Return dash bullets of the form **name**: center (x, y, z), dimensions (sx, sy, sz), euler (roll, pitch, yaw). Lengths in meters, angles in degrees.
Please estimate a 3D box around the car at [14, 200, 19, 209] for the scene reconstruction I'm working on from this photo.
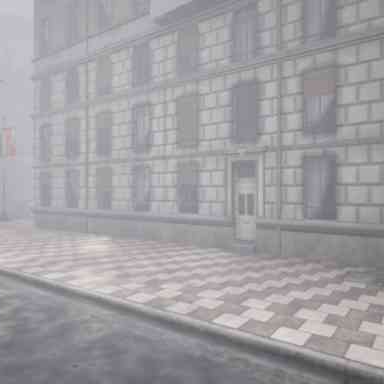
- **car**: center (-19.280, 1.215, 41.826), dimensions (2.150, 2.045, 5.566), euler (0, 0, 36)

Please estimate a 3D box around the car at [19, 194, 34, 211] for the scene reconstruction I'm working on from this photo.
- **car**: center (-17.089, 1.346, 38.878), dimensions (2.097, 1.767, 4.553), euler (0, 0, 36)
